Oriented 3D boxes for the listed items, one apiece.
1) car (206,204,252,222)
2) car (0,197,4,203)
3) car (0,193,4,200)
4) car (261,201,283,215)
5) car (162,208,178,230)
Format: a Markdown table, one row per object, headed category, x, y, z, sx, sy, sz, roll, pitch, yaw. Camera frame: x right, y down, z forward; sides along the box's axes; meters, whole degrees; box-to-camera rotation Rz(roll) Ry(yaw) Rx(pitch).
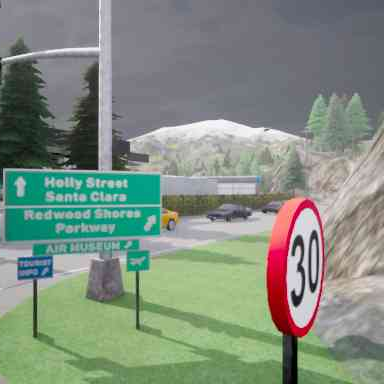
| category | x | y | z | sx | sy | sz | roll | pitch | yaw |
| --- | --- | --- | --- | --- | --- | --- | --- | --- | --- |
| car | 3.386 | 1.740 | 29.077 | 2.033 | 1.411 | 5.357 | 0 | 0 | 36 |
| car | -12.340 | 1.507 | 26.033 | 1.905 | 1.878 | 3.866 | 0 | 0 | 35 |
| car | -38.543 | 1.497 | 69.975 | 4.514 | 1.523 | 2.007 | 0 | 0 | 35 |
| car | 9.673 | 1.740 | 37.693 | 2.033 | 1.411 | 5.357 | 0 | 0 | 36 |
| car | -2.883 | 1.671 | 20.458 | 1.882 | 1.535 | 5.008 | 0 | 0 | 36 |
